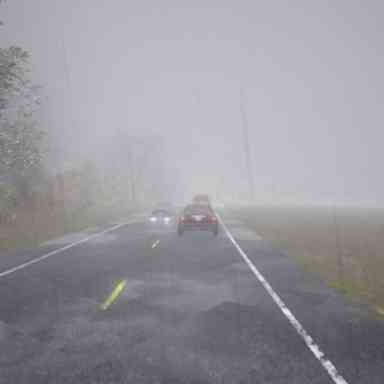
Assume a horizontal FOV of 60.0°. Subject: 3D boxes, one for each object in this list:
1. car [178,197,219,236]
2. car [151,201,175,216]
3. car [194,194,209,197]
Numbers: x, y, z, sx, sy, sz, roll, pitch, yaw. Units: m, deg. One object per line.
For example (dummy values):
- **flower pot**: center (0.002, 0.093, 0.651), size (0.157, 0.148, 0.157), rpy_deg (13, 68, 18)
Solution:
- **car**: center (0.369, 1.380, 18.932), size (2.097, 1.767, 4.553), rpy_deg (0, 0, 1)
- **car**: center (-2.768, 1.627, 33.235), size (2.033, 1.411, 5.357), rpy_deg (0, 0, 2)
- **car**: center (1.151, 1.289, 39.630), size (2.150, 2.045, 5.566), rpy_deg (0, 0, 3)
